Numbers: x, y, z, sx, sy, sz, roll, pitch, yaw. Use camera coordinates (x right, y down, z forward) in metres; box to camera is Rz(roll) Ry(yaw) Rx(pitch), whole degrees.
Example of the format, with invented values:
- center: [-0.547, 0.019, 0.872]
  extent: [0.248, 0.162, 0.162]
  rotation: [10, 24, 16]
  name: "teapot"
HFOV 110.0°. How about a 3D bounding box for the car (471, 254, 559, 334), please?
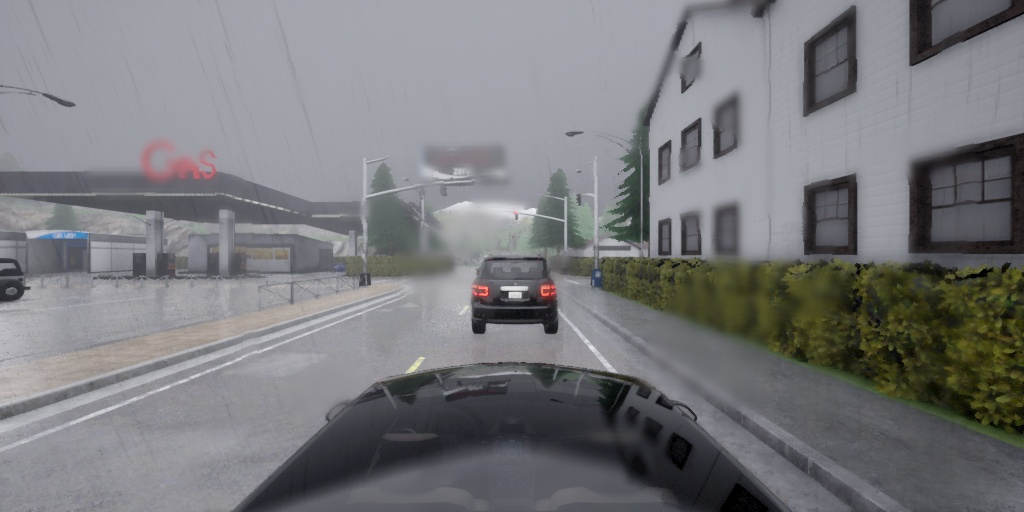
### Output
- center: [0.081, 0.971, 10.746]
  extent: [2.150, 2.045, 5.566]
  rotation: [0, 0, 0]
  name: "car"
